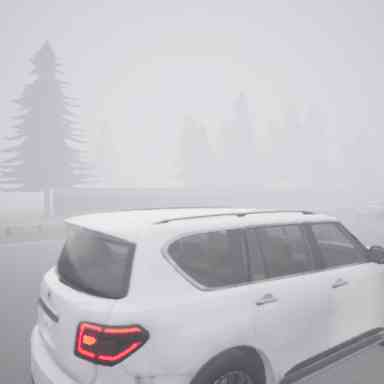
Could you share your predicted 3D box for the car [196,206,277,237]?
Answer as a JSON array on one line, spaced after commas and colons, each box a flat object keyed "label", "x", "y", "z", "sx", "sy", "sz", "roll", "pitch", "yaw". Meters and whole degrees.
[{"label": "car", "x": 2.511, "y": 1.531, "z": 18.436, "sx": 4.181, "sy": 1.385, "sz": 1.994, "roll": 0, "pitch": 0, "yaw": -35}]

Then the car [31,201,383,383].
[{"label": "car", "x": 0.942, "y": 1.214, "z": 4.439, "sx": 5.566, "sy": 2.045, "sz": 2.150, "roll": 0, "pitch": 0, "yaw": -35}]

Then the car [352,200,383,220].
[{"label": "car", "x": 15.457, "y": 1.451, "z": 27.668, "sx": 4.674, "sy": 1.442, "sz": 1.812, "roll": 0, "pitch": 0, "yaw": -35}]

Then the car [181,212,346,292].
[{"label": "car", "x": 2.236, "y": 1.488, "z": 9.651, "sx": 4.892, "sy": 1.490, "sz": 1.837, "roll": -1, "pitch": 1, "yaw": -35}]

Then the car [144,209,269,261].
[{"label": "car", "x": 0.669, "y": 1.505, "z": 12.834, "sx": 4.674, "sy": 1.442, "sz": 1.812, "roll": 0, "pitch": 0, "yaw": -36}]
